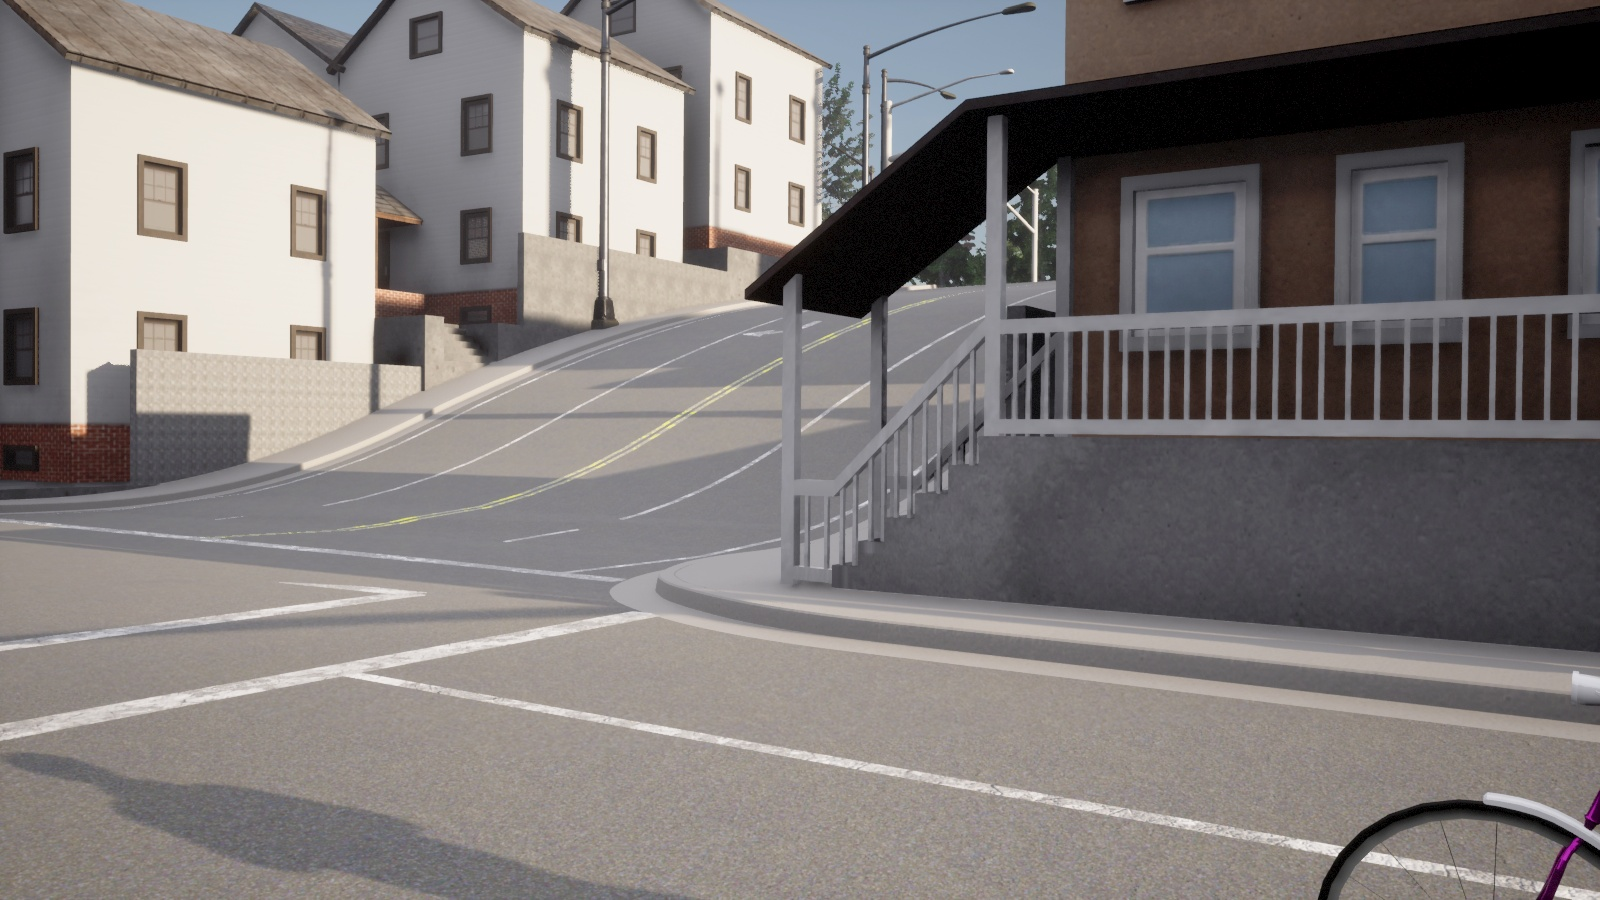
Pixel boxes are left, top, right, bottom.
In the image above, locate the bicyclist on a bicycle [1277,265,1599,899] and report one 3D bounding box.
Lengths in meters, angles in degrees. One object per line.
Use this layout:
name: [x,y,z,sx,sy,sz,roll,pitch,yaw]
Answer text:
bicyclist on a bicycle: [1.928,0.552,2.340,1.843,1.776,0.659,0,1,34]
